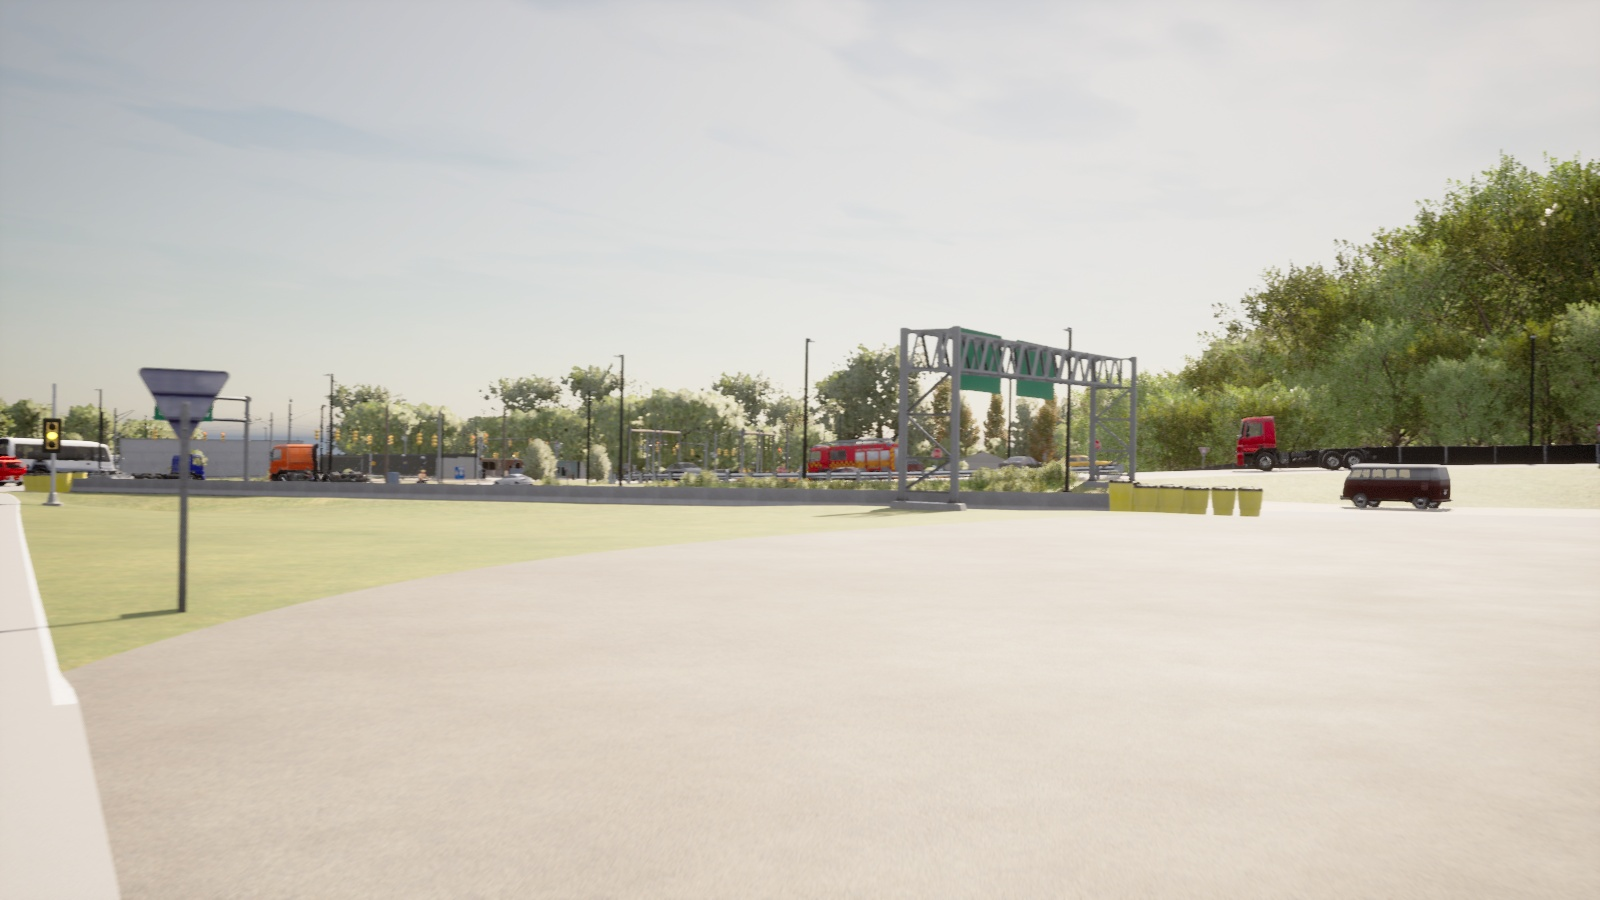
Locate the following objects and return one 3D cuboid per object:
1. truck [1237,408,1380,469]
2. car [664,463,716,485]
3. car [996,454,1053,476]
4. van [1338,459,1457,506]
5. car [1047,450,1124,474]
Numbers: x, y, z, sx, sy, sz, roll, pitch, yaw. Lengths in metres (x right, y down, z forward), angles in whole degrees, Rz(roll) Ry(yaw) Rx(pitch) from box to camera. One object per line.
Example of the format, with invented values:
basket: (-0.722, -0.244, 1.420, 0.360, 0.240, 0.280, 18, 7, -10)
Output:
truck: (31.376, -0.694, 77.842, 7.936, 3.462, 2.891, -2, -1, 18)
car: (-7.620, 1.667, 86.904, 1.816, 1.474, 4.193, 0, -2, -33)
car: (15.737, 1.046, 87.739, 2.033, 1.411, 5.357, -3, -2, 32)
van: (26.573, 1.410, 55.920, 4.442, 1.987, 1.775, -1, -1, 45)
car: (21.535, 0.896, 94.881, 5.366, 1.575, 1.801, -3, -2, 25)
